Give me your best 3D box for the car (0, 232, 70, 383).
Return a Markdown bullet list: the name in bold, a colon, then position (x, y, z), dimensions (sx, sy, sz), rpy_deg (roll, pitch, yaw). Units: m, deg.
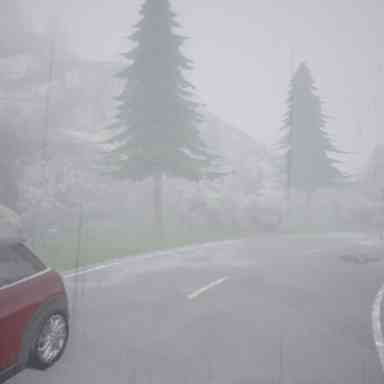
- **car**: position (-3.123, 1.284, 2.871), dimensions (2.097, 1.767, 4.553), rpy_deg (1, 0, 14)
